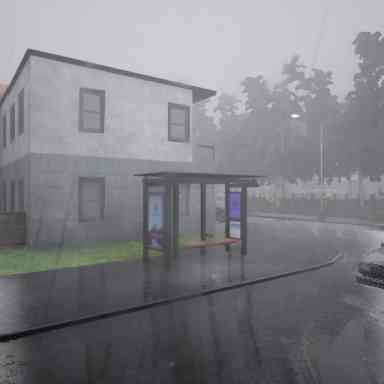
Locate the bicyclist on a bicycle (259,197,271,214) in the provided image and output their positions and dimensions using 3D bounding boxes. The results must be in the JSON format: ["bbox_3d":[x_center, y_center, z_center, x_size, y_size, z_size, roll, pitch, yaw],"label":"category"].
[{"bbox_3d":[7.145,1.349,32.428,1.656,1.620,0.582,0,0,-35],"label":"bicyclist on a bicycle"}]

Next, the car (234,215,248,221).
[{"bbox_3d":[2.078,1.352,25.076,2.097,1.767,4.553,0,0,-35],"label":"car"}]

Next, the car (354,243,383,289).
[{"bbox_3d":[6.206,1.548,8.196,5.357,1.411,2.033,0,0,-36],"label":"car"}]
